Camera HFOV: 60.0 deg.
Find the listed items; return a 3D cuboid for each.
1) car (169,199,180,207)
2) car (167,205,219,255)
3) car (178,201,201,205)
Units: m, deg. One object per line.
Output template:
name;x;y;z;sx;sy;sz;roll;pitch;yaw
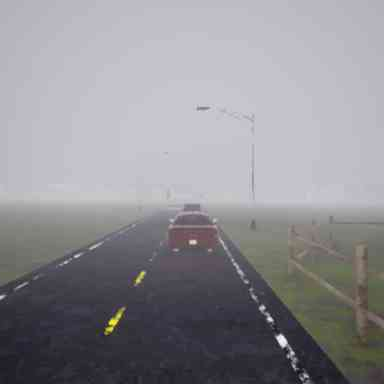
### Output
car;-2.801;1.908;55.825;1.895;1.301;4.718;0;0;0
car;0.056;1.543;13.715;1.882;1.535;5.008;0;0;0
car;0.049;1.645;27.573;1.837;1.490;4.892;0;0;1
